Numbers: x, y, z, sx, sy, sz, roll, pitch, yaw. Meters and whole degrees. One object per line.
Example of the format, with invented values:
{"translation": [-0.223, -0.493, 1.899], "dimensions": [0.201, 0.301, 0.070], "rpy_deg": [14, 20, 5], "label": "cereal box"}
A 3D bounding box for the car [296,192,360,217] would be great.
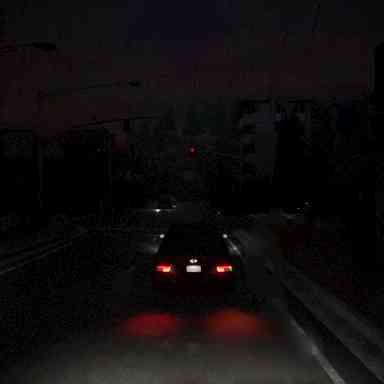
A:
{"translation": [11.863, 1.046, 28.508], "dimensions": [5.566, 2.045, 2.150], "rpy_deg": [0, 0, -1], "label": "car"}

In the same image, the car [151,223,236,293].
{"translation": [0.040, 1.547, 9.000], "dimensions": [2.033, 1.411, 5.357], "rpy_deg": [0, 0, 0], "label": "car"}

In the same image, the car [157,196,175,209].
{"translation": [-3.681, 1.505, 45.605], "dimensions": [1.837, 1.490, 4.892], "rpy_deg": [0, 0, 0], "label": "car"}
